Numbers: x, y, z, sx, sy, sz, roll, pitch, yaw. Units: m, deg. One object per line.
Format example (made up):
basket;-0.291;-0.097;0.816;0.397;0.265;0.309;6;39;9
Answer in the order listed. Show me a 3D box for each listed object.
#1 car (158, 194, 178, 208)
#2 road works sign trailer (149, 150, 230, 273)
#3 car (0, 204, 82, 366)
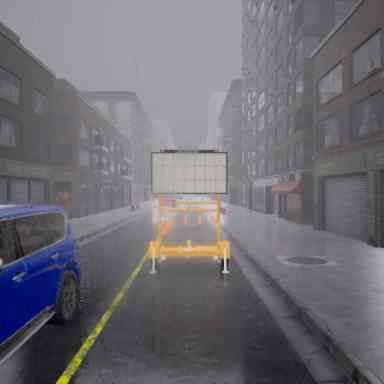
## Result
car;-3.464;1.213;47.007;2.150;2.045;5.566;0;0;0
road works sign trailer;-0.081;0.464;10.627;2.380;3.560;2.880;0;0;0
car;-3.130;1.221;4.125;2.150;2.045;5.566;0;0;0
